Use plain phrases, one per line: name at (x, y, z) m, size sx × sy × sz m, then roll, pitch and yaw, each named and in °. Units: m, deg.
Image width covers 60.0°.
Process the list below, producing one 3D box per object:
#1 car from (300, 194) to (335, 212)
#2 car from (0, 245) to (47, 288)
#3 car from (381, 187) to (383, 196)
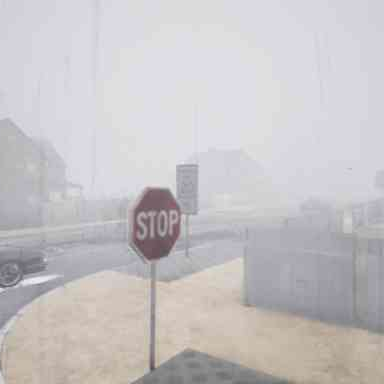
car at (11.816, 1.168, 31.655) m, size 1.994 × 1.385 × 4.181 m, roll 1°, pitch 1°, yaw 36°
car at (-6.052, 1.639, 7.171) m, size 2.033 × 1.411 × 5.357 m, roll 0°, pitch 1°, yaw 36°
car at (46.639, -0.152, 79.406) m, size 2.150 × 2.045 × 5.566 m, roll 1°, pitch 1°, yaw 36°
